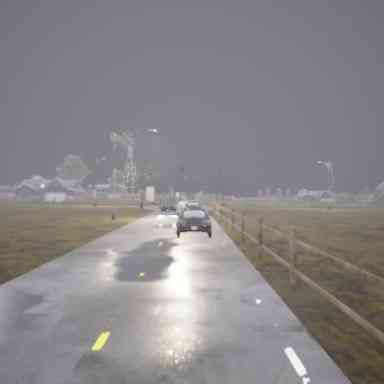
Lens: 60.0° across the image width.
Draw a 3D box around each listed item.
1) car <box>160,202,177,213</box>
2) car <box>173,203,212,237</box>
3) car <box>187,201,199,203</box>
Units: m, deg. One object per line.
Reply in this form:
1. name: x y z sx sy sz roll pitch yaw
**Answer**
1. car: -2.736 1.798 39.921 1.895 1.301 4.718 0 0 0
2. car: 0.107 1.576 18.349 1.812 1.442 4.674 0 0 0
3. car: 0.112 1.684 35.474 1.812 1.442 4.674 0 0 0
